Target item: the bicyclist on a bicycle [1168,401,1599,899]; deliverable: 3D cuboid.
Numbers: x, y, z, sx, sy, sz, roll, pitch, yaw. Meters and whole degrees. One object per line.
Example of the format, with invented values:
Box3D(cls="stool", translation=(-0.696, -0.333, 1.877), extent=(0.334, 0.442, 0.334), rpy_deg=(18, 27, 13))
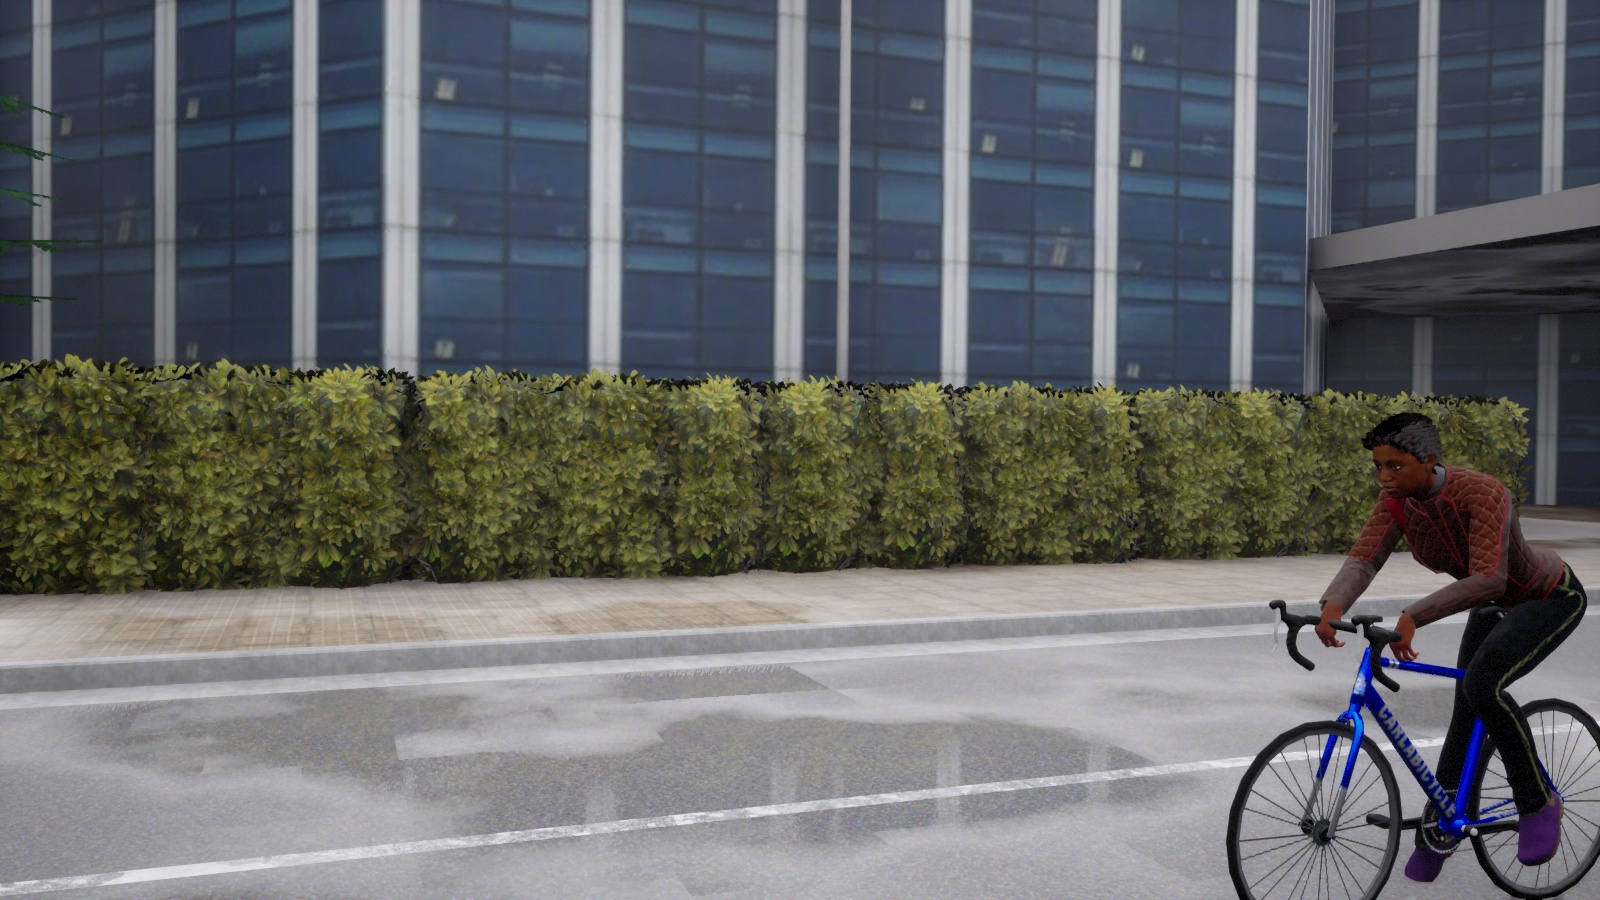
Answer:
Box3D(cls="bicyclist on a bicycle", translation=(2.059, 0.663, 4.021), extent=(1.656, 1.620, 0.582), rpy_deg=(-1, 1, -21))
